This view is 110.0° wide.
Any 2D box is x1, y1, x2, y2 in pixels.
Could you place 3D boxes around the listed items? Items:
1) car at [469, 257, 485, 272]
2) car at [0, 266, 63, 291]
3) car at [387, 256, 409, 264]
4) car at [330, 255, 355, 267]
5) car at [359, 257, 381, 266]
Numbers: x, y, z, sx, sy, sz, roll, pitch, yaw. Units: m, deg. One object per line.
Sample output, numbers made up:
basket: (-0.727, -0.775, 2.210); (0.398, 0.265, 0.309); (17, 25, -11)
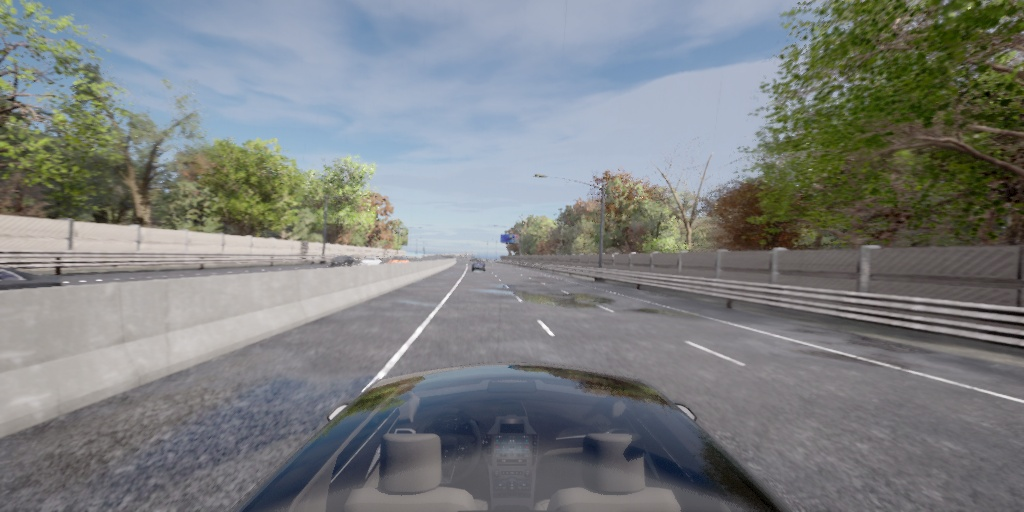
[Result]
car: (-4.814, 1.376, 51.472); (2.033, 1.649, 4.856); (2, -3, -6)
car: (-10.992, 0.798, 6.104); (2.128, 1.511, 4.902); (3, 0, -5)
car: (-15.009, 0.798, 47.486); (2.097, 1.767, 4.553); (3, 0, -6)
car: (-21.955, 0.642, 46.644); (1.837, 1.490, 4.892); (3, 0, -6)
car: (-18.492, 0.818, 47.114); (1.812, 1.442, 4.674); (3, 0, -6)
